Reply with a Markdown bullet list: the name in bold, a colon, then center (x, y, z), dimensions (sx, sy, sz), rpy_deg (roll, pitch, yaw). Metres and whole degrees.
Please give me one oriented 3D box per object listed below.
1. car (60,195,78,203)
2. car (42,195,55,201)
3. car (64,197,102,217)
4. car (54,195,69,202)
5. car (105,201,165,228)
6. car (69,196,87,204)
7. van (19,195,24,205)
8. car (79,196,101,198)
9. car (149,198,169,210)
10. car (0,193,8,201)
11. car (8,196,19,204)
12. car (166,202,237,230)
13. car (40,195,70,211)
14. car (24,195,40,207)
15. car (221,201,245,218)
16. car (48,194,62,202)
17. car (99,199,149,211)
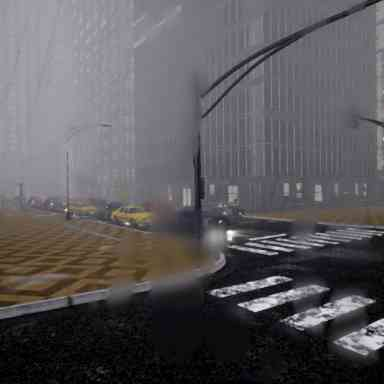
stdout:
- **car**: center (-23.578, 1.385, 63.744), dimensions (2.008, 1.369, 4.403), rpy_deg (-1, 1, -36)
- **car**: center (-33.416, 1.331, 77.413), dimensions (1.752, 1.417, 4.829), rpy_deg (-1, 1, -36)
- **car**: center (-10.448, 1.533, 31.908), dimensions (1.752, 1.417, 4.829), rpy_deg (-1, 1, -36)
- **car**: center (-26.824, 1.407, 68.255), dimensions (1.802, 1.307, 4.206), rpy_deg (-1, 1, -36)
- **car**: center (-4.013, 1.552, 22.844), dimensions (1.752, 1.417, 4.829), rpy_deg (-1, 1, -36)
- **car**: center (-20.332, 1.389, 59.234), dimensions (1.887, 1.381, 4.507), rpy_deg (-1, 1, -36)
- **van**: center (-26.730, 1.303, 54.629), dimensions (1.690, 1.788, 3.998), rpy_deg (-1, 1, -36)
- **car**: center (-13.357, 1.383, 45.338), dimensions (1.882, 1.535, 5.008), rpy_deg (-1, 1, -36)
- **car**: center (-4.057, 1.328, 36.716), dimensions (1.967, 1.590, 4.097), rpy_deg (-1, 1, -36)
- **car**: center (-46.204, 1.449, 81.694), dimensions (1.887, 1.381, 4.507), rpy_deg (-1, 1, -36)
- **car**: center (-33.220, 1.494, 63.652), dimensions (2.008, 1.369, 4.403), rpy_deg (-1, 1, -36)
- **car**: center (0.488, 1.557, 21.031), dimensions (1.994, 1.385, 4.181), rpy_deg (-1, 1, -36)
- **car**: center (-16.991, 1.429, 41.099), dimensions (1.967, 1.590, 4.097), rpy_deg (-1, 1, -36)
- **car**: center (-23.483, 1.411, 50.120), dimensions (1.967, 1.590, 4.097), rpy_deg (-1, 1, -36)
- **car**: center (2.494, 1.455, 27.736), dimensions (2.008, 1.369, 4.403), rpy_deg (-1, 1, -36)
- **car**: center (-30.071, 1.256, 72.764), dimensions (1.967, 1.590, 4.097), rpy_deg (-1, 1, -36)
- **car**: center (-6.339, 1.523, 30.517), dimensions (2.033, 1.411, 5.357), rpy_deg (-1, 1, -36)
